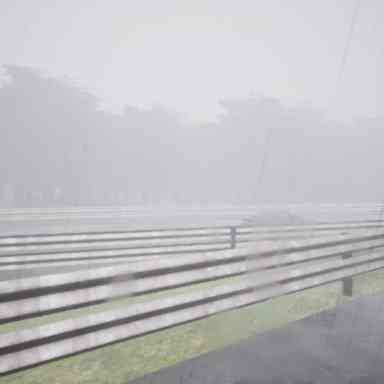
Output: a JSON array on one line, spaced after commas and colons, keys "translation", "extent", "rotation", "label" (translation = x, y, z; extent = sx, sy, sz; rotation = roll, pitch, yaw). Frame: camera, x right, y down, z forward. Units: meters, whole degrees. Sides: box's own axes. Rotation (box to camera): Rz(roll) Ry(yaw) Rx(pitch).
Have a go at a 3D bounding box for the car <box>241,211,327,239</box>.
[{"translation": [5.013, 1.790, 18.112], "extent": [4.902, 1.511, 2.128], "rotation": [0, 0, -20], "label": "car"}]
